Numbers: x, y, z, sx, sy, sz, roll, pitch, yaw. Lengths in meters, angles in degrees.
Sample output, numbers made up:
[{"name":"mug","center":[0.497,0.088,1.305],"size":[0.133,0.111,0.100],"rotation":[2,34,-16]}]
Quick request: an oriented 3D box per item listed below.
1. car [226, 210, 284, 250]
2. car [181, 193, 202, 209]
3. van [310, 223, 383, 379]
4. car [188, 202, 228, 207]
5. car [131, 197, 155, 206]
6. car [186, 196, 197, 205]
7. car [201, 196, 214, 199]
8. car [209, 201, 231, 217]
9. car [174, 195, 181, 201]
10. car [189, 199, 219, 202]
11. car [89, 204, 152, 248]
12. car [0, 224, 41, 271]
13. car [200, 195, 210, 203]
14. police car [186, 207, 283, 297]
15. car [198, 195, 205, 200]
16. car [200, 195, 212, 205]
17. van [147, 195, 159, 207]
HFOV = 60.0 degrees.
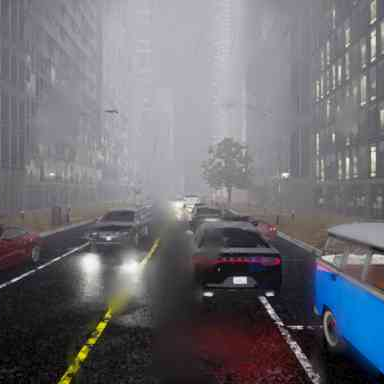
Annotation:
[{"name":"car","center":[2.661,1.582,14.977],"size":[1.802,1.307,4.206],"rotation":[0,0,0]},{"name":"car","center":[-0.084,1.214,45.806],"size":[2.150,2.045,5.566],"rotation":[0,0,0]},{"name":"van","center":[2.683,1.341,3.593],"size":[1.690,1.788,3.998],"rotation":[0,0,0]},{"name":"car","center":[0.862,1.505,18.608],"size":[1.837,1.490,4.892],"rotation":[0,0,0]},{"name":"car","center":[-5.765,1.549,37.734],"size":[2.008,1.369,4.403],"rotation":[0,0,0]},{"name":"car","center":[-0.120,1.498,60.184],"size":[1.812,1.442,4.674],"rotation":[0,0,0]},{"name":"car","center":[2.605,1.545,43.440],"size":[2.008,1.369,4.403],"rotation":[0,0,0]},{"name":"car","center":[2.627,1.582,32.055],"size":[1.802,1.307,4.206],"rotation":[0,0,0]},{"name":"car","center":[-3.159,1.486,79.960],"size":[2.033,1.411,5.357],"rotation":[0,0,0]},{"name":"car","center":[0.851,1.505,24.609],"size":[1.837,1.490,4.892],"rotation":[0,0,0]},{"name":"car","center":[-3.131,1.505,14.926],"size":[1.837,1.490,4.892],"rotation":[0,0,0]},{"name":"car","center":[-5.709,1.582,9.271],"size":[1.802,1.307,4.206],"rotation":[0,0,0]},{"name":"car","center":[2.560,1.403,66.209],"size":[1.967,1.590,4.097],"rotation":[0,0,0]},{"name":"police car","center":[0.883,1.425,8.718],"size":[1.930,1.638,5.238],"rotation":[0,0,0]},{"name":"car","center":[2.515,1.465,88.980],"size":[1.887,1.381,4.507],"rotation":[0,0,0]},{"name":"car","center":[2.571,1.412,60.517],"size":[1.967,1.590,4.097],"rotation":[0,0,0]},{"name":"van","center":[-5.787,1.330,49.119],"size":[1.690,1.788,3.998],"rotation":[0,0,0]}]
